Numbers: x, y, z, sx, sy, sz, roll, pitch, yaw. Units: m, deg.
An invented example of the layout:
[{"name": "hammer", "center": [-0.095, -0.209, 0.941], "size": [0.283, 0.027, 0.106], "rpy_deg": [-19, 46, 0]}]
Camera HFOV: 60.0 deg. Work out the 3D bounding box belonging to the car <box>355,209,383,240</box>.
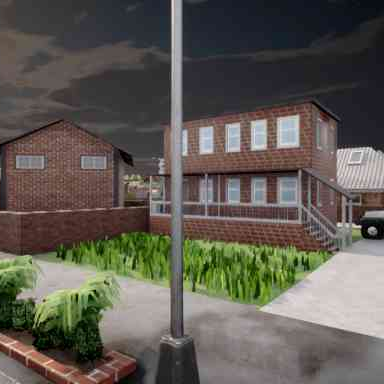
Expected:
[{"name": "car", "center": [8.443, 0.973, 12.627], "size": [3.866, 1.878, 1.905], "rpy_deg": [0, 0, 36]}]
